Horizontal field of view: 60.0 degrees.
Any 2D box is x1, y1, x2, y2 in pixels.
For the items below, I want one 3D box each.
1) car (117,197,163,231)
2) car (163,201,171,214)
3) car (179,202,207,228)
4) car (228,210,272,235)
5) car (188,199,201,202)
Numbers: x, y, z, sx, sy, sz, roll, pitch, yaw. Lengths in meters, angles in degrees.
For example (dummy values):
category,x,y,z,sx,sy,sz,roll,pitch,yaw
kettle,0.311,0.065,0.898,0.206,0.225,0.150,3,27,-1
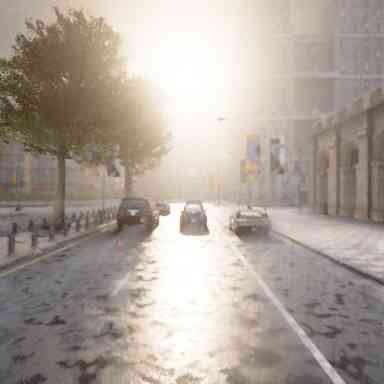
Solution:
category,x,y,z,sx,sy,sz,roll,pitch,yaw
car,-3.395,1.337,21.798,2.150,2.045,5.566,0,0,0
car,-3.452,1.761,38.118,1.994,1.385,4.181,0,0,-2
car,0.093,1.647,23.328,1.812,1.442,4.674,0,0,0
car,3.253,1.697,19.623,1.895,1.301,4.718,0,0,0
car,0.294,1.544,37.105,2.097,1.767,4.553,0,0,2
